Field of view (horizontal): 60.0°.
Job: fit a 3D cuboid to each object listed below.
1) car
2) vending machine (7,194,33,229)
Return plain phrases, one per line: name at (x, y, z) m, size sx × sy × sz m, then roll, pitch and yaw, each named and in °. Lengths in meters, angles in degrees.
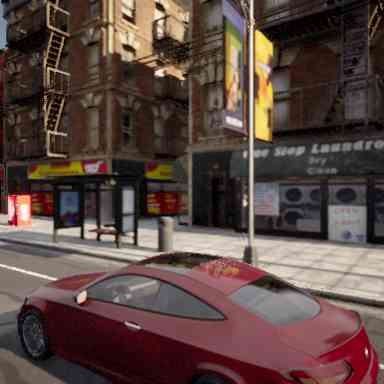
car at (-0.316, 1.524, 4.219) m, size 4.674 × 1.442 × 1.812 m, roll 0°, pitch 0°, yaw 36°
vending machine at (-10.595, 1.179, 20.490) m, size 0.880 × 2.100 × 1.100 m, roll 0°, pitch 0°, yaw 34°
